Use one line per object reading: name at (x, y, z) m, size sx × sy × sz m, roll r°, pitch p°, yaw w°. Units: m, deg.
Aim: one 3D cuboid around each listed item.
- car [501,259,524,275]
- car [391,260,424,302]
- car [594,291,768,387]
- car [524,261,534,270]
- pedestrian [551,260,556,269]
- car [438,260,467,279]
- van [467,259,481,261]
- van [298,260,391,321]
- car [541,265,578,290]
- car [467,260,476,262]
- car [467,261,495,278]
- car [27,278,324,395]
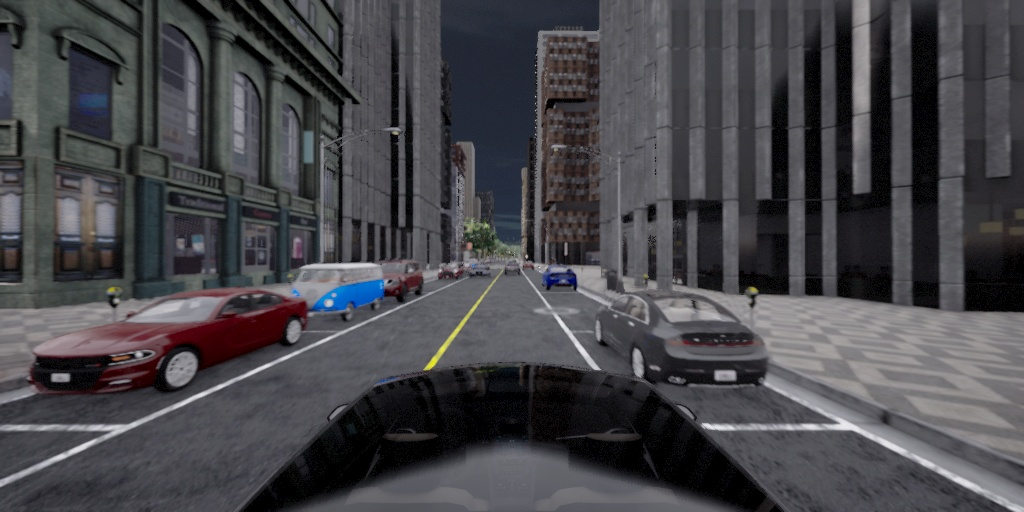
car at (0.056, 1.447, 43.461) m, size 2.128 × 1.511 × 4.902 m, roll 0°, pitch -1°, yaw 0°
car at (-5.760, 1.137, 17.703) m, size 2.192 × 1.841 × 5.009 m, roll 0°, pitch 0°, yaw 0°
car at (2.764, 1.324, 6.826) m, size 2.007 × 1.370 × 4.403 m, roll 0°, pitch 0°, yaw 0°
car at (2.770, 1.519, 61.229) m, size 1.967 × 1.591 × 4.097 m, roll 0°, pitch 0°, yaw 0°
pedestrian at (3.004, 1.157, 26.382) m, size 0.375 × 1.860 × 0.375 m, roll 0°, pitch 0°, yaw -10°
car at (-5.758, 1.340, 34.026) m, size 1.967 × 1.591 × 4.097 m, roll 0°, pitch 0°, yaw 0°
van at (-5.756, 1.346, 50.346) m, size 1.690 × 1.789 × 3.998 m, roll 0°, pitch 0°, yaw 0°
van at (-5.761, 1.139, 12.261) m, size 1.690 × 1.789 × 3.998 m, roll 0°, pitch 0°, yaw 0°
car at (3.003, 1.327, 23.376) m, size 1.882 × 1.535 × 5.008 m, roll 0°, pitch 0°, yaw 0°
car at (-5.757, 1.551, 44.905) m, size 1.802 × 1.307 × 4.207 m, roll 0°, pitch 0°, yaw 0°
car at (-3.085, 1.475, 35.812) m, size 1.994 × 1.385 × 4.181 m, roll 0°, pitch 0°, yaw 0°
car at (-5.762, 1.318, 6.820) m, size 1.888 × 1.381 × 4.507 m, roll 0°, pitch 0°, yaw 0°
